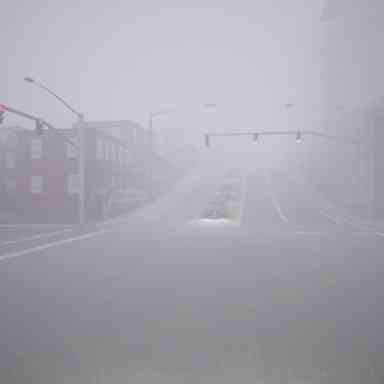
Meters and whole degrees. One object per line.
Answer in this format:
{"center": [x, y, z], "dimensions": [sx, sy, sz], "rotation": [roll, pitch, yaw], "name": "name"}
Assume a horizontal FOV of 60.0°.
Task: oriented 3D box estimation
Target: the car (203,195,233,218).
{"center": [2.164, 1.325, 28.416], "dimensions": [1.994, 1.385, 4.181], "rotation": [-1, 4, 11], "name": "car"}

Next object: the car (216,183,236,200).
{"center": [4.073, -0.161, 39.212], "dimensions": [2.097, 1.767, 4.553], "rotation": [-1, 9, 10], "name": "car"}

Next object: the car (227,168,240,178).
{"center": [6.929, -3.276, 55.246], "dimensions": [2.033, 1.411, 5.357], "rotation": [0, 12, 11], "name": "car"}
